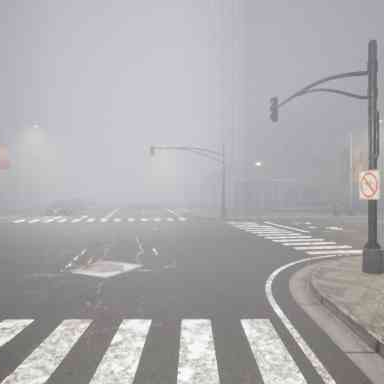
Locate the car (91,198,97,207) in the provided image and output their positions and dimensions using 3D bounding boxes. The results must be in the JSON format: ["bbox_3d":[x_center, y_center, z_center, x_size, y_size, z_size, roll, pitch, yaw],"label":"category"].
[{"bbox_3d":[-16.375,1.600,53.139,1.994,1.385,4.181,0,0,-9],"label":"car"}]

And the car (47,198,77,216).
[{"bbox_3d":[-13.196,1.542,33.462,1.812,1.442,4.674,0,0,-10],"label":"car"}]

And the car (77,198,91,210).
[{"bbox_3d":[-14.783,1.503,43.294,1.882,1.535,5.008,0,0,-9],"label":"car"}]
